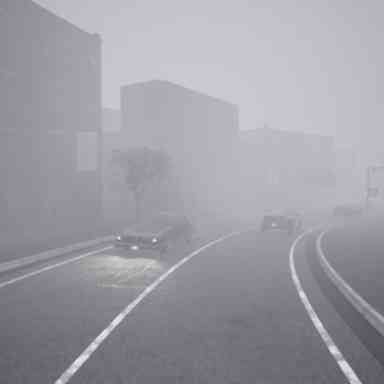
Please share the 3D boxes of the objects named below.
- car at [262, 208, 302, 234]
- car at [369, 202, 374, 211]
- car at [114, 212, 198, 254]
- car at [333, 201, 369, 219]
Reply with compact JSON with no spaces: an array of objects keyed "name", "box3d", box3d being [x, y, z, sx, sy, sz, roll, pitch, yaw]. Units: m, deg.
[{"name":"car","box3d":[5.821,1.770,21.426,1.812,1.442,4.674,2,0,27]},{"name":"car","box3d":[24.572,2.013,47.866,4.674,1.442,1.812,1,3,-42]},{"name":"car","box3d":[-1.237,1.583,14.188,2.033,1.411,5.357,2,0,17]},{"name":"car","box3d":[16.881,1.993,35.752,1.882,1.535,5.008,4,2,45]}]
